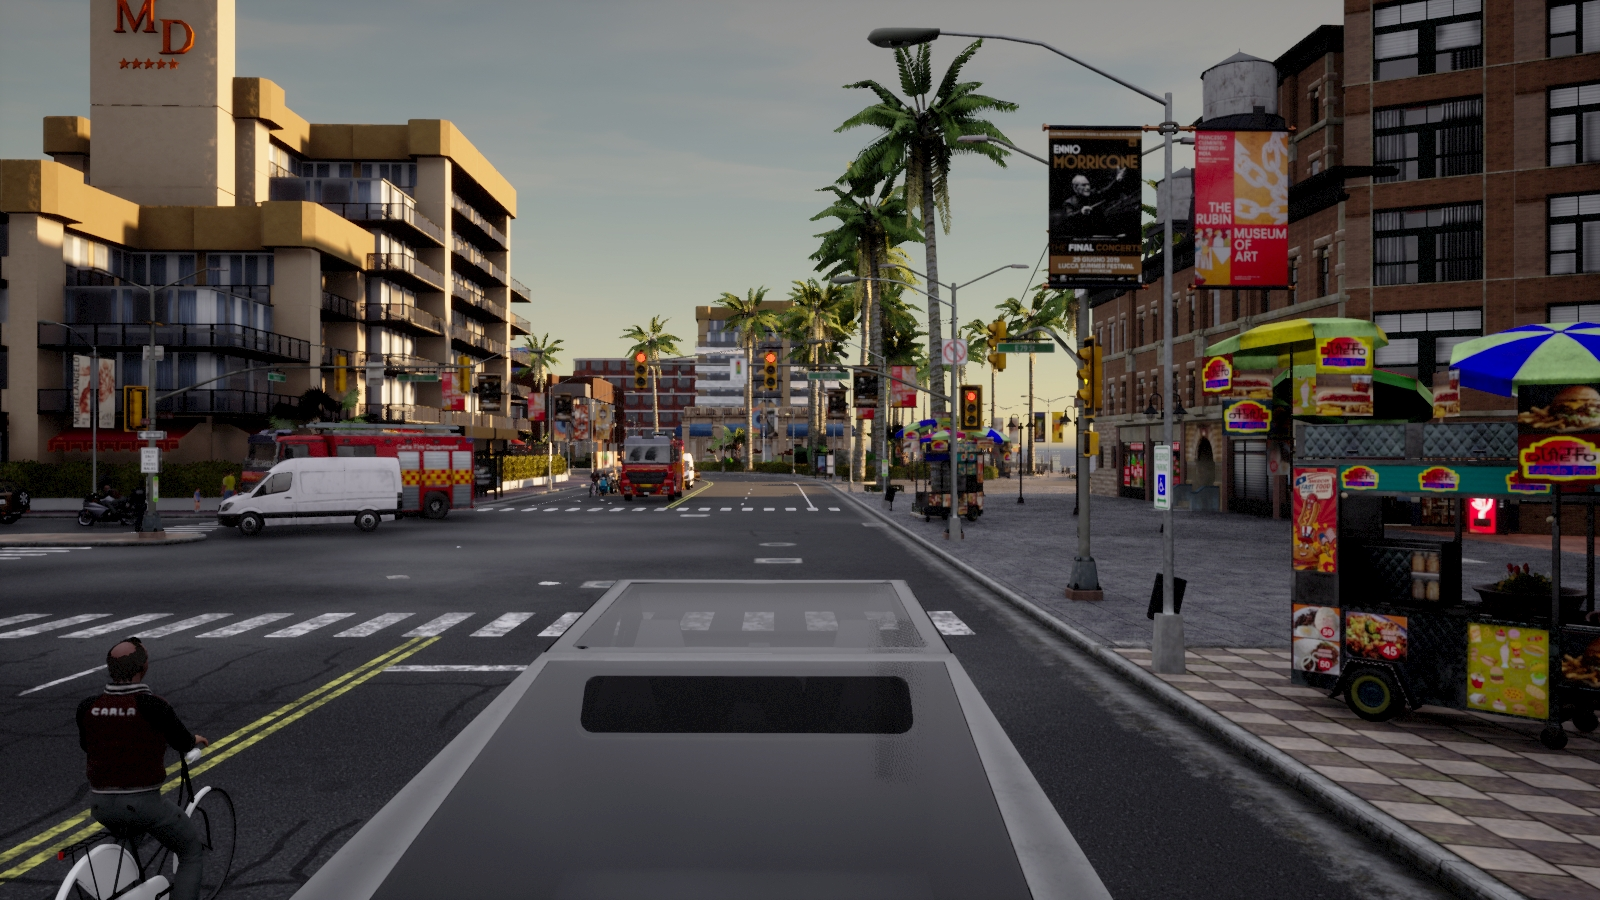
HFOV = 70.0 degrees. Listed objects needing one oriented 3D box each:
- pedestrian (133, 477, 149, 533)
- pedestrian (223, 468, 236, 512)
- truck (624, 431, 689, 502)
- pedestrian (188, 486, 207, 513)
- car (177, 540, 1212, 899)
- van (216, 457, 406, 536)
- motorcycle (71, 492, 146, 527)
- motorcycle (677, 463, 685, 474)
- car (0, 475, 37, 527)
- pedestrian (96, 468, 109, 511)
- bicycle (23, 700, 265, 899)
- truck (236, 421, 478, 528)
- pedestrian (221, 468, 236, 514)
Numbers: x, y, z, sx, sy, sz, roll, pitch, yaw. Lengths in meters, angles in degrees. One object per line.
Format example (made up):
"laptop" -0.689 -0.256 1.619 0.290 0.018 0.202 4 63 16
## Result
"pedestrian" -22.309 1.848 38.676 0.375 1.860 0.375 0 0 -9
"pedestrian" -24.162 1.696 48.387 0.375 1.860 0.375 0 0 2
"truck" -8.113 0.890 65.657 2.891 3.827 8.468 0 0 -1
"pedestrian" -25.168 2.077 47.714 0.500 1.100 0.500 0 0 12
"car" -0.214 1.754 5.773 2.390 2.098 6.274 0 0 1
"van" -16.909 1.534 39.655 5.915 2.561 1.988 0 0 -25
"motorcycle" -25.598 2.205 42.324 2.209 1.251 0.867 0 0 -5
"motorcycle" -14.189 2.182 136.549 0.856 1.236 1.805 0 0 -1
"car" -31.074 1.864 42.073 4.605 1.855 1.932 0 0 -2
"pedestrian" -30.148 1.698 49.387 0.375 1.860 0.375 0 0 -4
"bicycle" -3.625 2.210 6.485 0.329 1.171 1.835 0 0 0
"truck" -17.183 0.891 44.917 2.891 3.827 8.468 0 0 43
"pedestrian" -23.705 1.696 47.392 0.375 1.860 0.375 0 0 14
